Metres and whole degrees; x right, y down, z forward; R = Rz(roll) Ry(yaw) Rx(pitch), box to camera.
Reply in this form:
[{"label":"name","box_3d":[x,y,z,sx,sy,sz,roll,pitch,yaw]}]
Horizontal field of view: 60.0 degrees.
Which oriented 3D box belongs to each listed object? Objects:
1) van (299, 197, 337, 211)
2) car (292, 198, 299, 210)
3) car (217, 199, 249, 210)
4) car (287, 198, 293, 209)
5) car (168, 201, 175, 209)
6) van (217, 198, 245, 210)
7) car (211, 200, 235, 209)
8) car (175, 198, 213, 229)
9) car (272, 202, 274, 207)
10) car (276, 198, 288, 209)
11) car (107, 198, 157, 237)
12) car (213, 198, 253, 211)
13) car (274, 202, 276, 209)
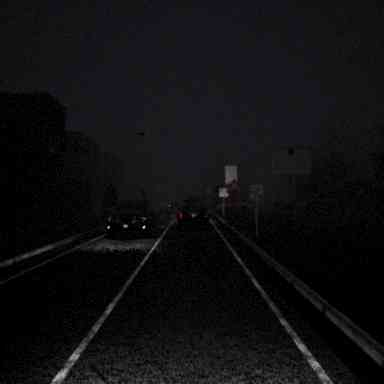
[{"label":"van","box_3d":[18.437,1.747,48.074,4.442,1.987,1.878,0,-1,0]},{"label":"car","box_3d":[18.717,2.040,50.864,5.366,1.575,1.946,0,-1,0]},{"label":"car","box_3d":[6.289,1.932,51.540,4.553,1.767,2.185,0,-1,0]},{"label":"car","box_3d":[18.697,2.113,53.524,5.366,1.575,1.946,0,-2,0]},{"label":"car","box_3d":[-3.346,2.432,61.647,1.837,1.490,4.892,0,-2,0]},{"label":"van","box_3d":[6.350,1.920,54.580,4.442,1.987,1.878,0,-2,0]},{"label":"car","box_3d":[6.135,2.445,66.713,4.553,1.767,2.185,0,-2,-1]},{"label":"car","box_3d":[0.101,1.543,23.366,2.097,1.767,4.553,0,0,0]},{"label":"car","box_3d":[18.369,2.246,64.703,5.566,2.045,2.435,0,-2,-1]},{"label":"car","box_3d":[18.438,2.043,59.244,5.566,2.045,2.435,0,-2,-1]},{"label":"car","box_3d":[-3.348,1.380,19.510,2.150,2.045,5.566,0,0,0]},{"label":"car","box_3d":[6.097,1.981,48.618,5.366,1.575,1.946,0,-1,0]},{"label":"car","box_3d":[18.425,2.397,62.026,4.892,1.521,2.231,0,-2,-1]}]
